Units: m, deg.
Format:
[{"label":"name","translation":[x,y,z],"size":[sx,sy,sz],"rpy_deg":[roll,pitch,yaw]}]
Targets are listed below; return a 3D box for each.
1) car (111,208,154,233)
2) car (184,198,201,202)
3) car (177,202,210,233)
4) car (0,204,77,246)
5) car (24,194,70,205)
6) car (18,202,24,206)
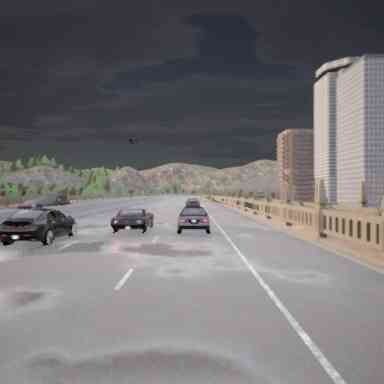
[{"label":"car","translation":[-3.400,1.619,19.891],"size":[1.895,1.301,4.718],"rpy_deg":[0,0,0]},{"label":"car","translation":[0.099,1.569,42.675],"size":[1.837,1.490,4.892],"rpy_deg":[0,0,0]},{"label":"car","translation":[0.100,1.566,19.842],"size":[2.033,1.411,5.357],"rpy_deg":[0,0,0]},{"label":"car","translation":[-6.900,1.515,15.405],"size":[1.837,1.490,4.892],"rpy_deg":[0,0,0]},{"label":"car","translation":[-14.065,1.267,33.289],"size":[2.150,2.045,5.566],"rpy_deg":[0,0,0]},{"label":"car","translation":[-17.557,1.529,37.160],"size":[1.882,1.535,5.008],"rpy_deg":[0,-1,0]}]
